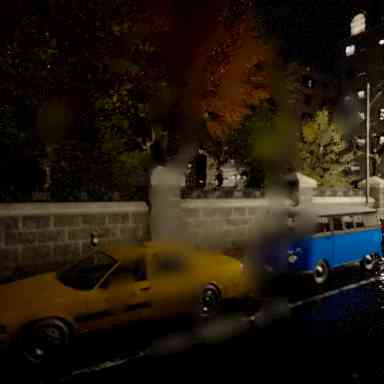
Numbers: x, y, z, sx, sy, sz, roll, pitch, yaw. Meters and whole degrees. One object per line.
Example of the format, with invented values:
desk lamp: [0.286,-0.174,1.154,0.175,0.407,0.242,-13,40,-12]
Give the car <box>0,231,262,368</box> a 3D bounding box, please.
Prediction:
car: [-1.176,1.511,5.710,4.829,1.417,1.752,0,1,-35]

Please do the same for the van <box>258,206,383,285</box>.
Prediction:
van: [3.532,1.289,9.066,3.998,1.788,1.690,0,1,-35]
